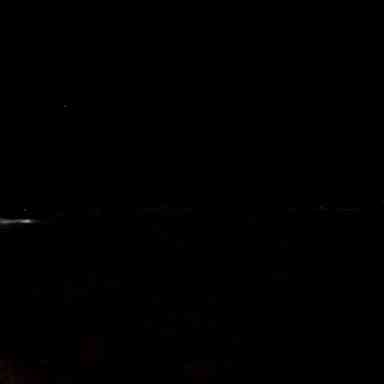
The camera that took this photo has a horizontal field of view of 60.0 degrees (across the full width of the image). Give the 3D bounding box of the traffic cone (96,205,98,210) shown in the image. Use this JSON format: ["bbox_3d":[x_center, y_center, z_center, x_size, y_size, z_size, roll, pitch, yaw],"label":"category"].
[{"bbox_3d":[-11.708,1.952,41.158,0.340,0.580,0.340,1,0,32],"label":"traffic cone"}]

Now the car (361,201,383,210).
[{"bbox_3d":[28.753,2.072,51.080,4.902,1.511,2.128,1,0,15],"label":"car"}]

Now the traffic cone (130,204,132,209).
[{"bbox_3d":[-8.402,2.003,45.502,0.340,0.580,0.340,1,0,42],"label":"traffic cone"}]

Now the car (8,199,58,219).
[{"bbox_3d":[-13.844,1.422,29.257,1.882,1.535,5.008,0,0,12],"label":"car"}]
